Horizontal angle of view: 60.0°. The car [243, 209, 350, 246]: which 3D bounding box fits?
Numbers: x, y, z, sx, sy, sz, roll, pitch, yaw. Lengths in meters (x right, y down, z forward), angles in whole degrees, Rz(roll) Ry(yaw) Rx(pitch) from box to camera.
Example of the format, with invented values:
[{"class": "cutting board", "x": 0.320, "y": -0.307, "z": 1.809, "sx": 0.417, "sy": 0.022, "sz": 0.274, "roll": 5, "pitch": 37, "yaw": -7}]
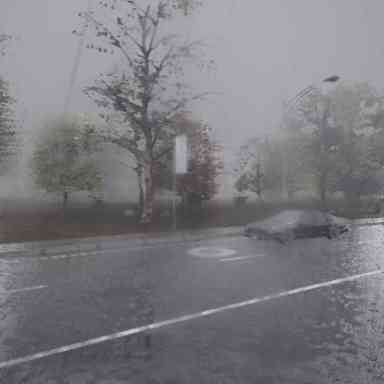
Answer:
[{"class": "car", "x": 4.920, "y": 1.515, "z": 15.271, "sx": 5.357, "sy": 1.411, "sz": 2.033, "roll": 0, "pitch": 0, "yaw": -31}]
